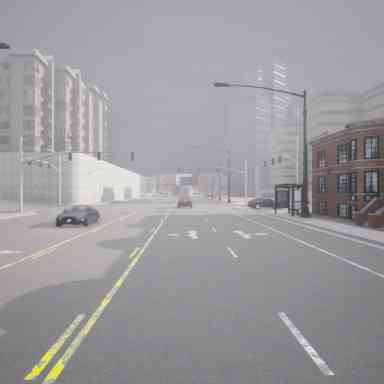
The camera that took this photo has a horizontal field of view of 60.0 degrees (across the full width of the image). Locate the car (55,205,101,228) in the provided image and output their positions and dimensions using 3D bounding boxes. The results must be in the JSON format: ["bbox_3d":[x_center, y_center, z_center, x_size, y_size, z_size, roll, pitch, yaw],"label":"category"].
[{"bbox_3d":[-7.535,1.564,22.284,1.994,1.385,4.181,0,0,-1],"label":"car"}]

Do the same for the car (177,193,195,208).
[{"bbox_3d":[-0.992,1.352,47.448,2.097,1.767,4.553,0,0,-1],"label":"car"}]

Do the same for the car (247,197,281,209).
[{"bbox_3d":[9.766,1.505,44.019,4.892,1.490,1.837,0,0,-8],"label":"car"}]
